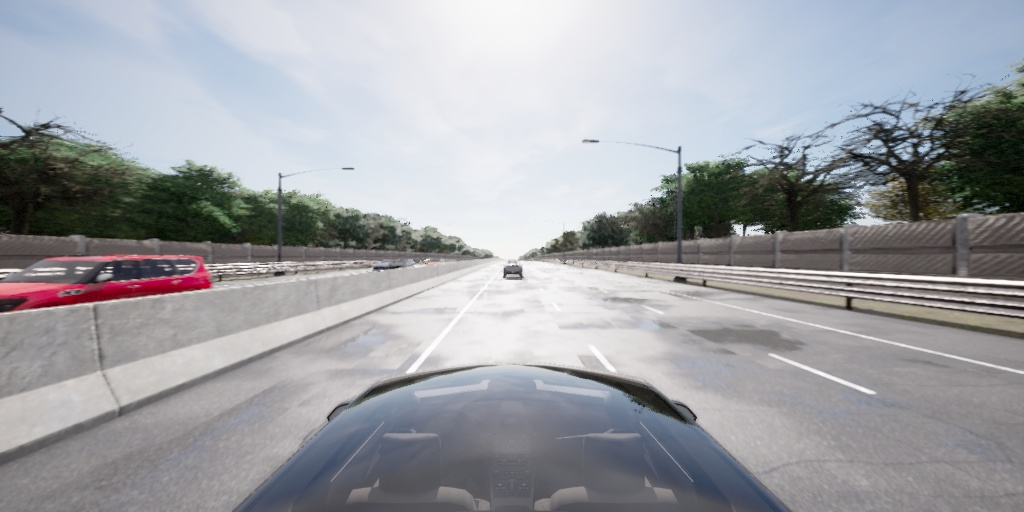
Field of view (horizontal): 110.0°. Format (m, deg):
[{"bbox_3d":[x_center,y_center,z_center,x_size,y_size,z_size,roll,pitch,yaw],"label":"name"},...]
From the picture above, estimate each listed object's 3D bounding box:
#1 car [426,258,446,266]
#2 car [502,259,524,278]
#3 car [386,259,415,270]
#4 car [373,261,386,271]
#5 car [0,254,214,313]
[{"bbox_3d":[-10.558,1.137,50.181,2.097,1.767,4.553,0,0,0],"label":"car"},{"bbox_3d":[0.097,1.261,34.764,2.128,1.511,4.902,0,0,0],"label":"car"},{"bbox_3d":[-14.055,1.132,46.333,2.097,1.767,4.553,0,0,0],"label":"car"},{"bbox_3d":[-17.548,1.332,50.081,2.033,1.411,5.357,0,0,1],"label":"car"},{"bbox_3d":[-10.594,0.972,9.187,2.150,2.045,5.566,0,0,0],"label":"car"}]
